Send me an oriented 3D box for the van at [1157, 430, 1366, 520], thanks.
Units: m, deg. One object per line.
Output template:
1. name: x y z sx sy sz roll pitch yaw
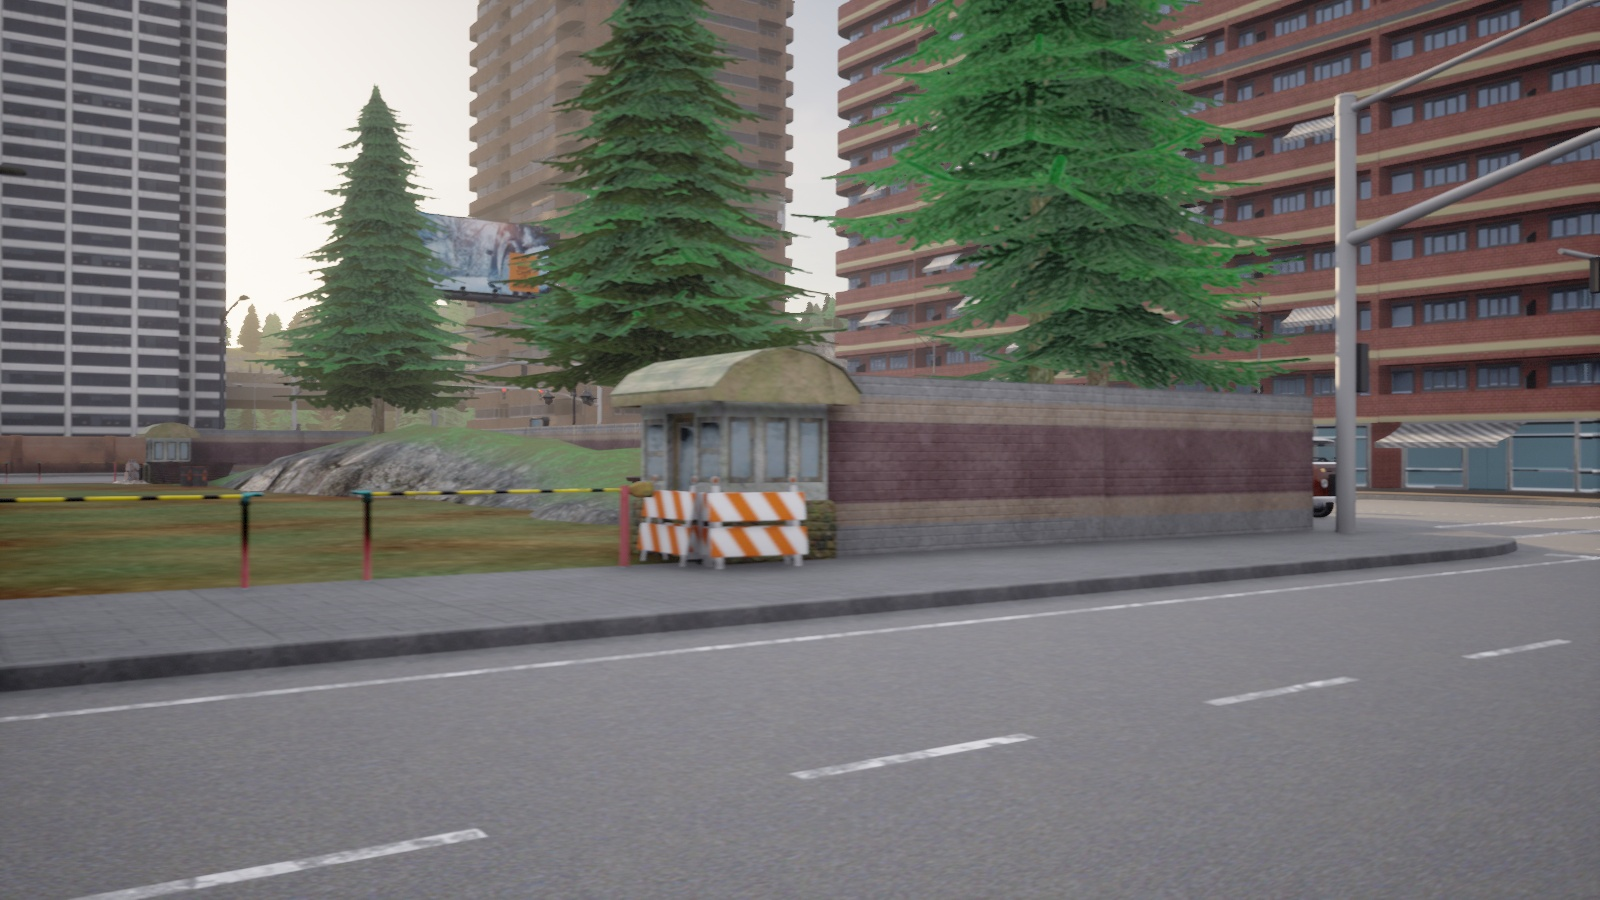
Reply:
1. van: 11.292 0.576 31.005 2.069 2.038 4.480 0 0 -34
